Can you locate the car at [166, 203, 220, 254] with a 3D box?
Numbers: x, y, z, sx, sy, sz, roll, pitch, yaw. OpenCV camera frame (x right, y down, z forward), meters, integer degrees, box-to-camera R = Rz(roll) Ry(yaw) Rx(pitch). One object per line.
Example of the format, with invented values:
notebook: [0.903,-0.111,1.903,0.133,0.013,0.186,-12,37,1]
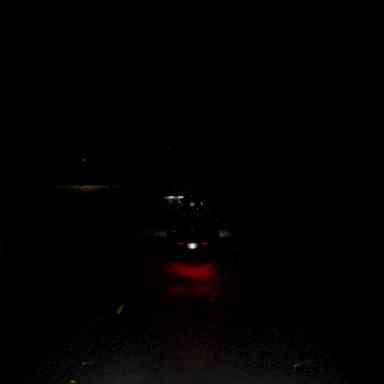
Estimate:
car: [0.037,1.419,13.046,1.837,1.490,4.892,0,1,1]

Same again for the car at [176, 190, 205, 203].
car: [0.027,0.955,27.846,2.097,1.767,4.553,0,2,1]

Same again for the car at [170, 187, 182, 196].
car: [-2.832,-0.098,58.659,1.882,1.535,5.008,0,3,0]
